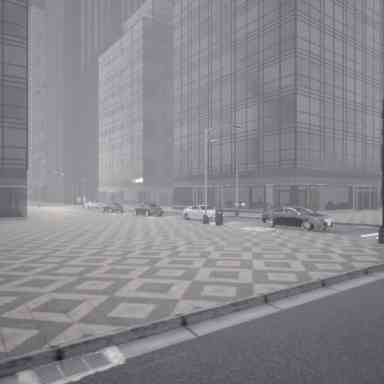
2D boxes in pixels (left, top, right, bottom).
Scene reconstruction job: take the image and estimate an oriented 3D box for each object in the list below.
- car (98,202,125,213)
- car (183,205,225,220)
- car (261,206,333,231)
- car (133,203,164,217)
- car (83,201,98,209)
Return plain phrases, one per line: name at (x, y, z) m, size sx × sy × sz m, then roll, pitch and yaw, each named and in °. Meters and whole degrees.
car at (-11.156, 2.169, 46.732) m, size 1.837 × 1.490 × 4.892 m, roll 0°, pitch -1°, yaw -35°
car at (0.951, 1.870, 29.957) m, size 1.812 × 1.442 × 4.674 m, roll 0°, pitch -1°, yaw -36°
car at (6.784, 1.683, 21.902) m, size 2.128 × 1.511 × 4.902 m, roll 0°, pitch -1°, yaw -35°
car at (-5.088, 2.007, 38.293) m, size 1.837 × 1.490 × 4.892 m, roll 0°, pitch -1°, yaw -36°
car at (-19.159, 2.476, 63.118) m, size 1.812 × 1.442 × 4.674 m, roll 0°, pitch -1°, yaw -36°
